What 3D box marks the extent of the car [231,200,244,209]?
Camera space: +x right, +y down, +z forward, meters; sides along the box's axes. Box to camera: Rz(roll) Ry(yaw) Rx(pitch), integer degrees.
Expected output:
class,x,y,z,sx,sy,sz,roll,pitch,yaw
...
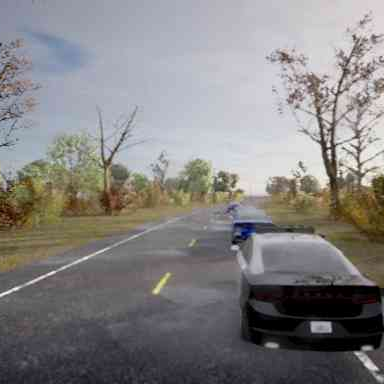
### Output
class,x,y,z,sx,sy,sz,roll,pitch,yaw
car,8.068,2.139,58.590,2.128,1.511,4.902,-1,-1,11

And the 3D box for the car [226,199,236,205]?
class,x,y,z,sx,sy,sz,roll,pitch,yaw
car,10.054,2.594,85.010,1.994,1.385,4.181,-1,-1,13

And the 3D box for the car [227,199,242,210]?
class,x,y,z,sx,sy,sz,roll,pitch,yaw
car,5.814,1.995,44.978,1.812,1.442,4.674,-1,-1,10

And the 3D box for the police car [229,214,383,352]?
class,x,y,z,sx,sy,sz,roll,pitch,yaw
police car,1.834,1.474,6.652,1.930,1.638,5.238,-1,-1,6

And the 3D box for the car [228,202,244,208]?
class,x,y,z,sx,sy,sz,roll,pitch,yaw
car,3.598,1.678,22.371,1.882,1.535,5.008,-1,-1,7

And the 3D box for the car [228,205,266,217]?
class,x,y,z,sx,sy,sz,roll,pitch,yaw
car,2.885,1.620,16.440,1.882,1.535,5.008,-1,-1,7
